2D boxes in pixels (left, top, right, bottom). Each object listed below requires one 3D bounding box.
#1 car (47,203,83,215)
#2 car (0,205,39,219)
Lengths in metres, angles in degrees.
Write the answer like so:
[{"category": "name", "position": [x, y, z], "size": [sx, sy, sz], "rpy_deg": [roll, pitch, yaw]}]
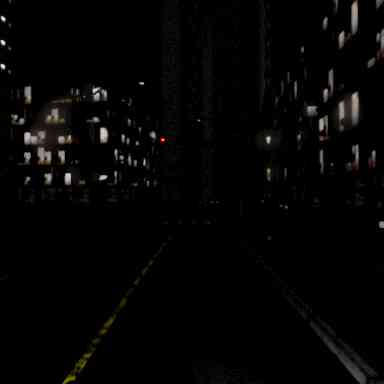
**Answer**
[{"category": "car", "position": [-15.598, 2.089, 40.899], "size": [4.403, 1.369, 2.008], "rpy_deg": [-1, 0, 11]}, {"category": "car", "position": [-17.219, 2.002, 32.678], "size": [4.403, 1.369, 2.008], "rpy_deg": [-1, 0, 11]}]
